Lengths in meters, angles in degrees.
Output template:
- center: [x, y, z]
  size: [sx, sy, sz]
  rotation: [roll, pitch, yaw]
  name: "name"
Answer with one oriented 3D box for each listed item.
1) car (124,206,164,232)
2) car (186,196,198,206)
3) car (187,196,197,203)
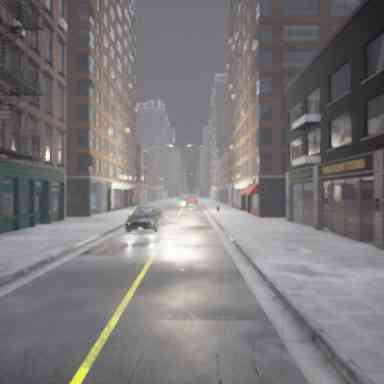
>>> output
- center: [-2.769, 1.602, 20.603]
  size: [2.033, 1.411, 5.357]
  rotation: [0, 0, 1]
  name: "car"
- center: [0.017, 1.516, 60.522]
  size: [2.097, 1.767, 4.553]
  rotation: [0, 0, 0]
  name: "car"
- center: [0.021, 1.575, 70.589]
  size: [1.994, 1.385, 4.181]
  rotation: [0, 0, 0]
  name: "car"
